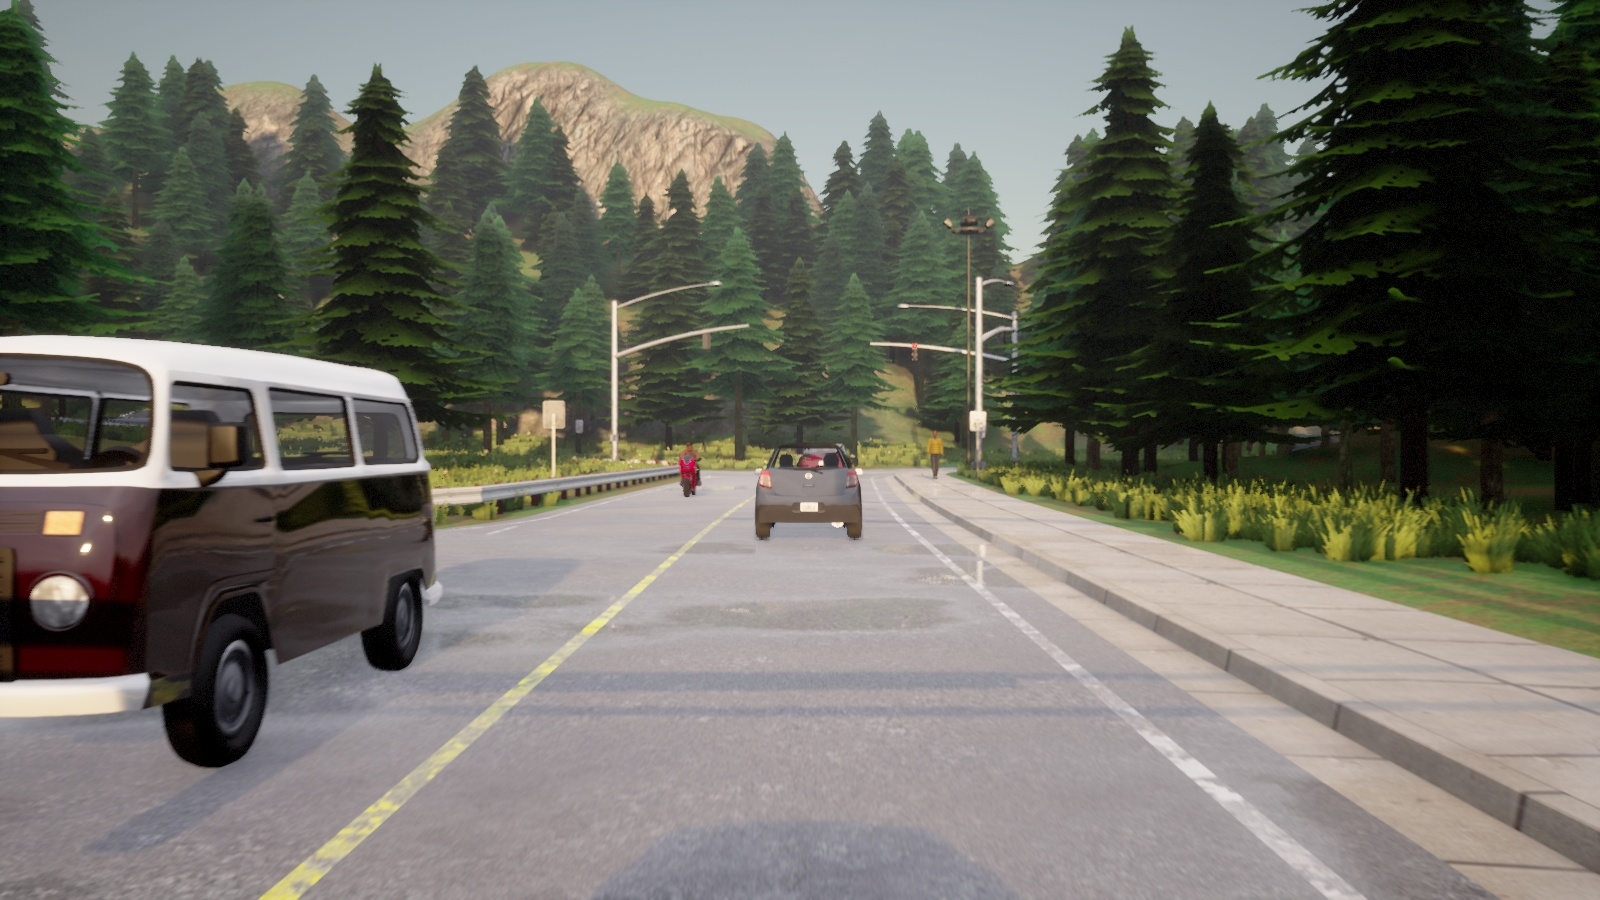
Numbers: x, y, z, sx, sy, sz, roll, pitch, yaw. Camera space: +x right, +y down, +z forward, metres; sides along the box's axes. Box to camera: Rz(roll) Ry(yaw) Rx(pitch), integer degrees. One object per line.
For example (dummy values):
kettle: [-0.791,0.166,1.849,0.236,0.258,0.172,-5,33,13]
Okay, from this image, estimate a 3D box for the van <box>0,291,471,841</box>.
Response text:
van: [-3.445,0.432,6.900,2.069,2.038,4.480,0,0,0]

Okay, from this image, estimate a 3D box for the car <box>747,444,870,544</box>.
car: [0.144,0.646,20.671,1.845,1.501,3.633,0,0,1]

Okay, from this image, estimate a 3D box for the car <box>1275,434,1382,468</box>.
car: [31.961,0.068,76.018,5.566,2.045,2.150,0,0,-1]

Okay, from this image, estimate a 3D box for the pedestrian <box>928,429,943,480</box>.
pedestrian: [4.980,0.156,46.088,0.431,1.840,0.709,0,0,18]

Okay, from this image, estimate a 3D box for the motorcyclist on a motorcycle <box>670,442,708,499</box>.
motorcyclist on a motorcycle: [-3.041,0.535,34.496,0.797,1.523,2.044,0,0,2]
